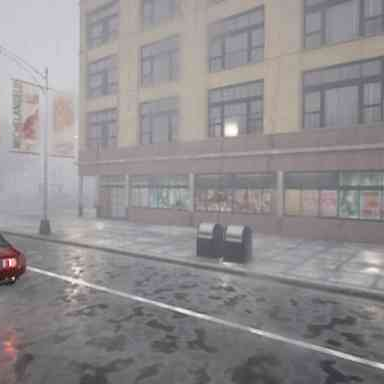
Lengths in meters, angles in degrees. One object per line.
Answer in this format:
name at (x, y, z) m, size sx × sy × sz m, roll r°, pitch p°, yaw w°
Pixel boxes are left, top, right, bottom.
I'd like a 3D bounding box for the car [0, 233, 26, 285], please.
car at (-5.716, 1.467, 8.153) m, size 1.895 × 1.301 × 4.718 m, roll 0°, pitch 1°, yaw -42°
